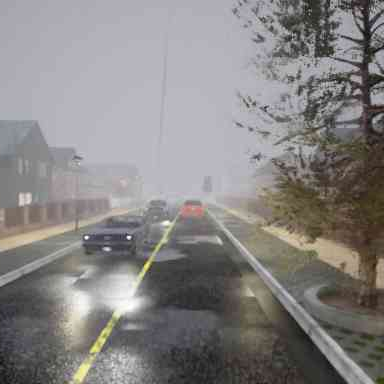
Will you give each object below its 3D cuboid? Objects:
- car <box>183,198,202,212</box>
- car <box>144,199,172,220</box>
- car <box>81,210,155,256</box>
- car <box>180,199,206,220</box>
[{"bbox_3d":[0.065,1.592,41.142,2.128,1.511,4.902,0,0,0],"label":"car"},{"bbox_3d":[-2.874,1.411,28.546,2.097,1.767,4.553,0,0,0],"label":"car"},{"bbox_3d":[-2.846,1.625,13.401,1.895,1.301,4.718,0,0,0],"label":"car"},{"bbox_3d":[0.073,1.412,28.885,2.097,1.767,4.553,0,0,0],"label":"car"}]
